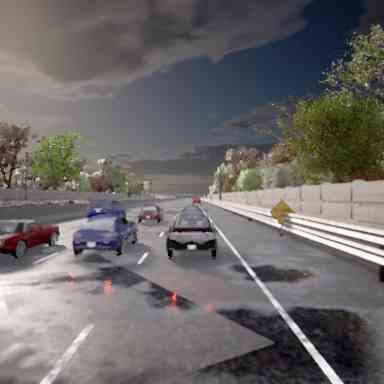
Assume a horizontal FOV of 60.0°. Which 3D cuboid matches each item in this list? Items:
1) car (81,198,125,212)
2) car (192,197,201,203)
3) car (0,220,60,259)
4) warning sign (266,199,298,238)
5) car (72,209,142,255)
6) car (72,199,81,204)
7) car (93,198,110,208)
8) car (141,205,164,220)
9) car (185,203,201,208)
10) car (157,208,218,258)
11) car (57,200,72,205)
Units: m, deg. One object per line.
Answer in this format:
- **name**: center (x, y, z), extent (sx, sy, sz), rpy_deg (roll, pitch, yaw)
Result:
- **car**: center (-7.015, 1.538, 27.567), extent (2.150, 2.045, 5.566), rpy_deg (0, 0, 0)
- **car**: center (1.150, 2.298, 86.817), extent (2.150, 2.045, 5.566), rpy_deg (0, -1, 0)
- **car**: center (-6.996, 1.748, 13.238), extent (1.895, 1.301, 4.718), rpy_deg (0, -1, 0)
- **warning sign**: center (4.534, 1.303, 16.795), extent (1.300, 1.860, 1.060), rpy_deg (0, -1, 0)
- **car**: center (-3.492, 1.680, 13.899), extent (1.812, 1.442, 4.674), rpy_deg (0, 0, 0)
- **car**: center (-21.057, 2.132, 64.645), extent (2.097, 1.767, 4.553), rpy_deg (0, -1, 0)
- **car**: center (-17.563, 2.133, 64.818), extent (2.097, 1.767, 4.553), rpy_deg (0, -1, 0)
- **car**: center (-3.504, 1.855, 28.898), extent (1.812, 1.442, 4.674), rpy_deg (0, 0, 0)
- **car**: center (-0.010, 1.890, 28.473), extent (1.994, 1.385, 4.181), rpy_deg (0, -1, 1)
- **car**: center (0.007, 1.643, 13.501), extent (2.128, 1.511, 4.902), rpy_deg (0, 0, 0)
- **car**: center (-24.556, 2.295, 64.526), extent (2.128, 1.511, 4.902), rpy_deg (0, -1, 0)
